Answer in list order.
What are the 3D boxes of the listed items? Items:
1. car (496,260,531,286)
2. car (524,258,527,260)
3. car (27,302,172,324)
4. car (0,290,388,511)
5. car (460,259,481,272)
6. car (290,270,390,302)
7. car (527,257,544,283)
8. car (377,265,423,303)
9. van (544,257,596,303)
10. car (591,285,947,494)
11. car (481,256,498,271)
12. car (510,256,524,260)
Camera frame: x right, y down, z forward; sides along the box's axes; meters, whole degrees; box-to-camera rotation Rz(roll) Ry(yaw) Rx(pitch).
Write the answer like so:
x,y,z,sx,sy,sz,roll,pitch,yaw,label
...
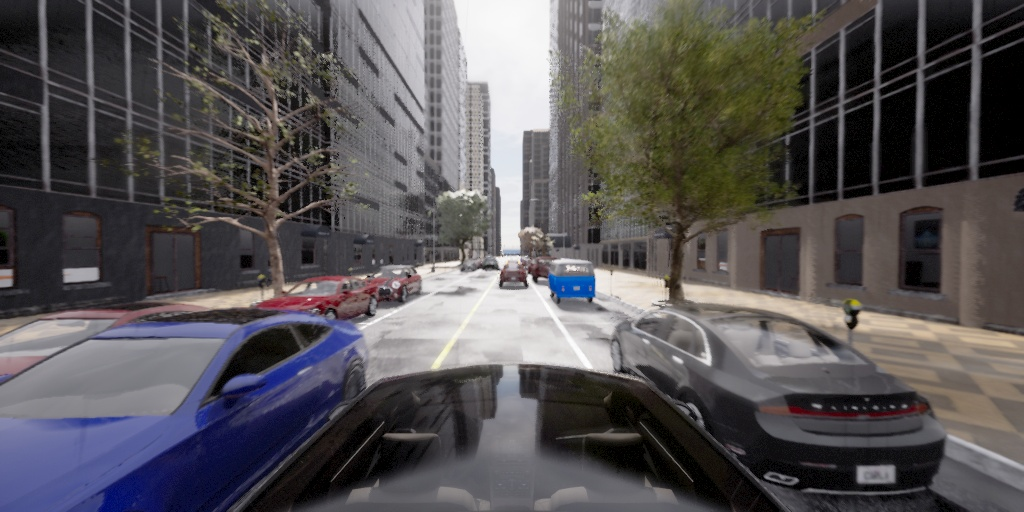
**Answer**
x,y,z,sx,sy,sz,roll,pitch,yaw,label
0.088,1.213,24.375,1.812,1.442,4.674,0,0,0,car
2.561,1.194,38.594,1.888,1.381,4.507,0,0,0,car
-5.317,1.323,4.671,1.802,1.307,4.207,0,0,0,car
-2.840,1.271,3.153,1.812,1.442,4.674,0,0,0,car
-5.320,1.184,44.211,2.007,1.370,4.403,0,0,0,car
-5.319,1.270,10.321,1.888,1.381,4.507,0,0,0,car
2.562,0.994,27.297,2.192,1.841,5.009,0,0,0,car
-5.318,1.149,15.968,1.967,1.591,4.097,0,0,0,car
2.563,1.051,16.000,1.690,1.789,3.998,0,0,0,van
2.564,1.292,4.703,2.007,1.370,4.403,0,0,0,car
-2.787,0.978,46.988,2.097,1.767,4.553,0,0,0,car
0.091,1.120,41.262,1.882,1.535,5.008,0,0,0,car
